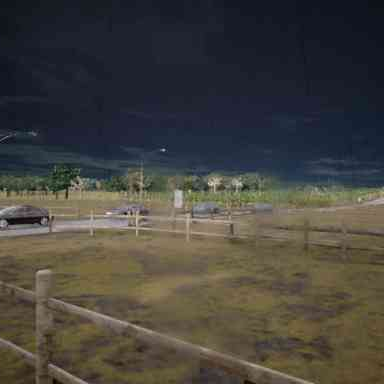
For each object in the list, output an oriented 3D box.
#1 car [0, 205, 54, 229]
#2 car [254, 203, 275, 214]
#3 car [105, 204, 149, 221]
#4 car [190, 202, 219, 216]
[{"bbox_3d":[-12.521,1.751,24.120,1.837,1.490,4.892,1,-1,35],"label":"car"},{"bbox_3d":[11.739,2.571,53.407,2.097,1.767,4.553,1,-1,35],"label":"car"},{"bbox_3d":[-6.367,1.968,32.841,2.128,1.511,4.902,1,-1,36],"label":"car"},{"bbox_3d":[1.690,2.168,44.235,2.097,1.767,4.553,1,-1,36],"label":"car"}]
